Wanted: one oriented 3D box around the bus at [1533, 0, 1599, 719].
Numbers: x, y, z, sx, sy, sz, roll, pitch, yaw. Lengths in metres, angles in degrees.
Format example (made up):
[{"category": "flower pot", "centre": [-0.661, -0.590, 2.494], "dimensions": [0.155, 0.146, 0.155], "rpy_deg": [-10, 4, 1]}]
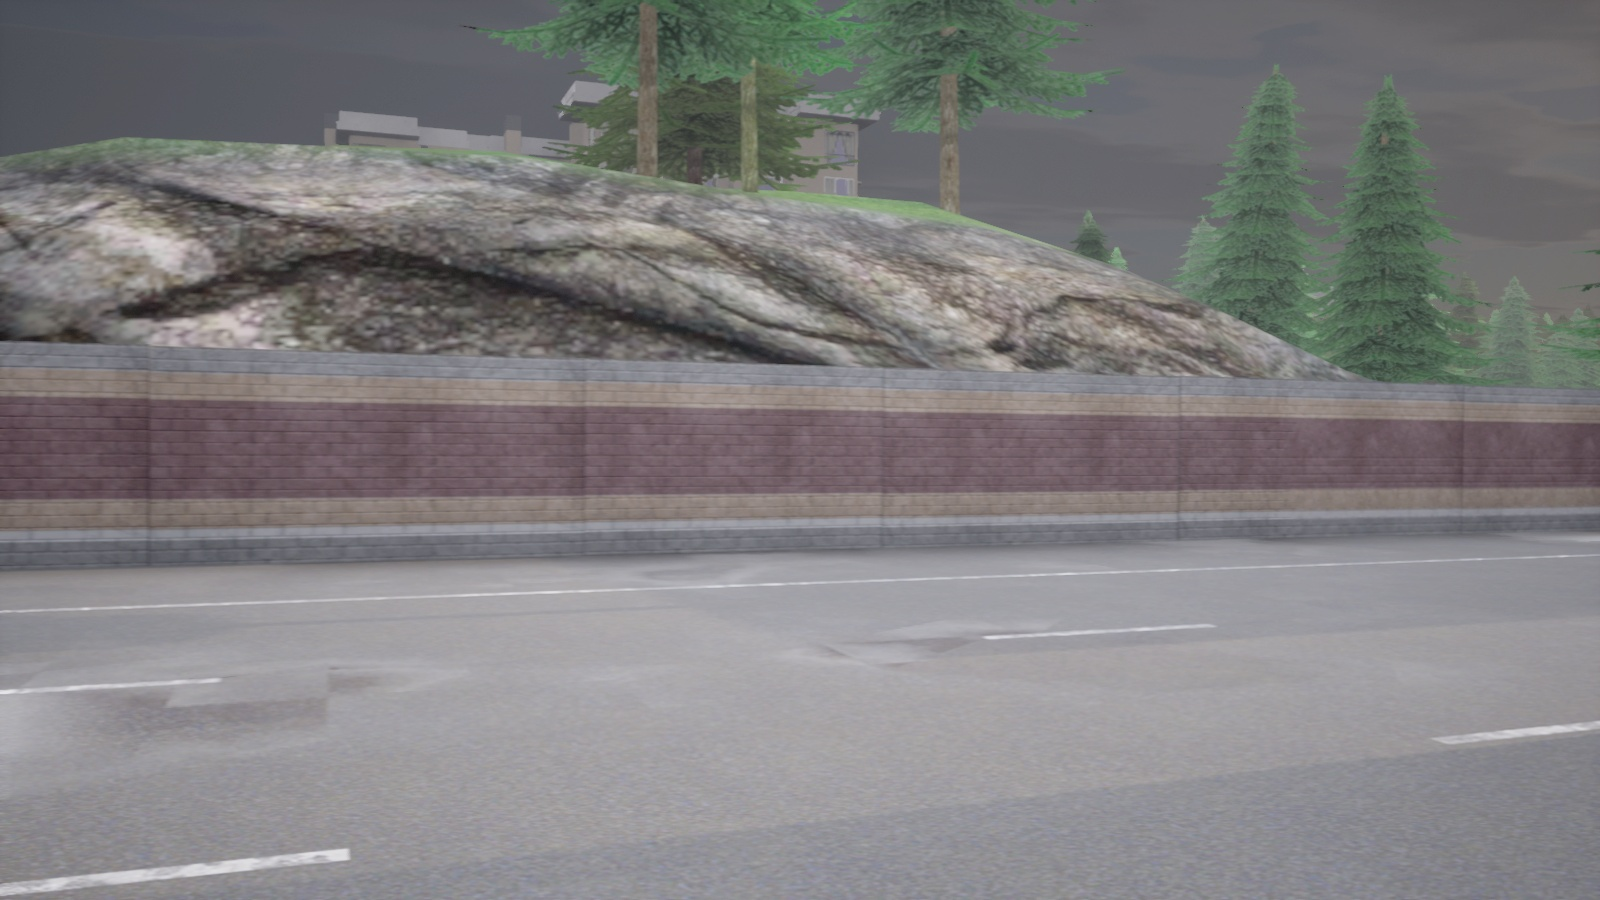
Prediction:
[{"category": "bus", "centre": [9.513, -0.793, 6.841], "dimensions": [10.273, 4.253, 3.944], "rpy_deg": [-1, 1, -21]}]
